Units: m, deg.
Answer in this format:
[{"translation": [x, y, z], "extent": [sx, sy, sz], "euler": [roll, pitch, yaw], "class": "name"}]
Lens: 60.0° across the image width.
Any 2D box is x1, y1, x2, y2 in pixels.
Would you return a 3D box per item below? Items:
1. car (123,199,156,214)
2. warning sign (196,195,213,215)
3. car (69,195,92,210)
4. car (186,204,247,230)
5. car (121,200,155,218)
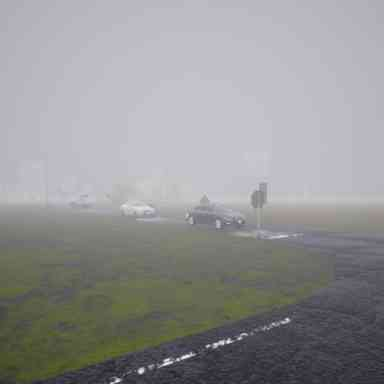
[{"translation": [-6.072, 1.618, 37.859], "extent": [1.812, 1.442, 4.674], "euler": [0, 0, -35], "class": "car"}, {"translation": [1.196, 1.179, 31.557], "extent": [1.300, 1.860, 1.060], "euler": [0, 0, -35], "class": "warning sign"}, {"translation": [-15.491, 1.610, 46.288], "extent": [1.882, 1.535, 5.008], "euler": [0, 0, -34], "class": "car"}, {"translation": [1.482, 1.549, 21.884], "extent": [1.837, 1.490, 4.892], "euler": [0, 0, -35], "class": "car"}, {"translation": [-5.244, 1.604, 31.520], "extent": [1.812, 1.442, 4.674], "euler": [0, 0, -35], "class": "car"}]
